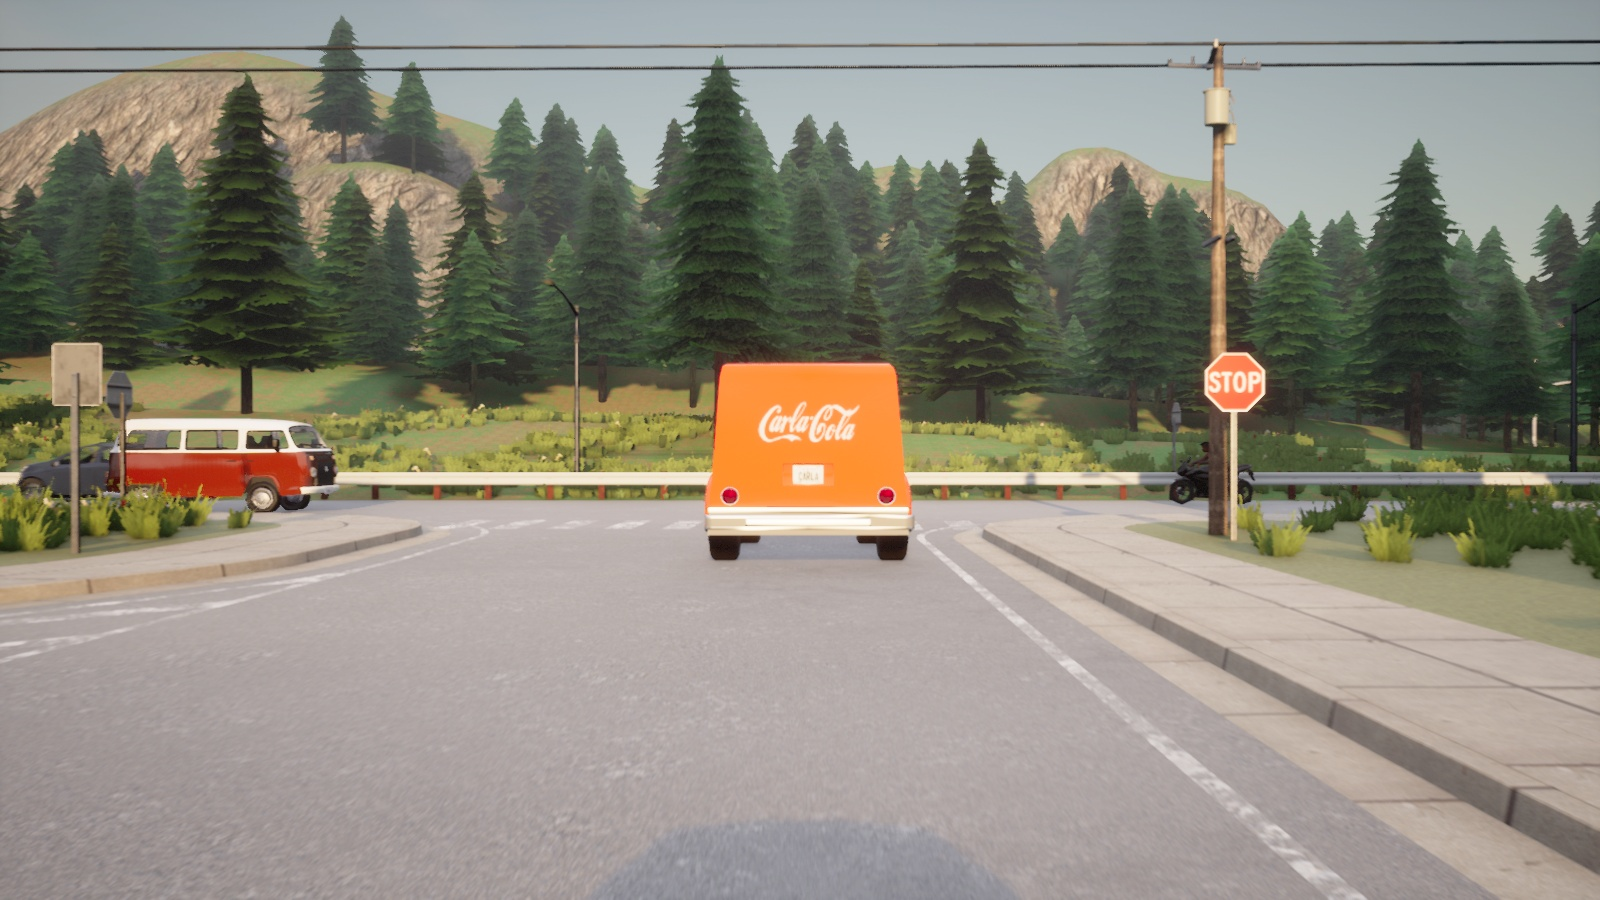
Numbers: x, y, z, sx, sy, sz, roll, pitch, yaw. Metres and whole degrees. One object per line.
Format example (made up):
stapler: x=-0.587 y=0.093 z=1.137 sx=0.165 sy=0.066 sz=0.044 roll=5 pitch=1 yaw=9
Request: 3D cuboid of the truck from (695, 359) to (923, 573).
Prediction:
truck: x=0.113 y=0.165 z=17.074 sx=2.627 sy=2.467 sz=5.204 roll=0 pitch=0 yaw=0

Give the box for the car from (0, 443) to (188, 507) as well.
car: x=-17.086 y=0.575 z=30.424 sx=3.633 sy=1.501 sz=1.845 roll=0 pitch=0 yaw=1

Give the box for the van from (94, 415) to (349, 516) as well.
van: x=-12.247 y=0.312 z=26.808 sx=4.480 sy=2.038 sz=2.069 roll=0 pitch=0 yaw=1

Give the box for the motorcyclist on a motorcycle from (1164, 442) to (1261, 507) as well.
motorcyclist on a motorcycle: x=9.773 y=0.569 z=29.796 sx=2.044 sy=1.523 sz=0.797 roll=0 pitch=0 yaw=1
